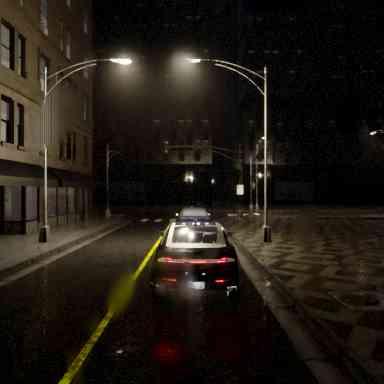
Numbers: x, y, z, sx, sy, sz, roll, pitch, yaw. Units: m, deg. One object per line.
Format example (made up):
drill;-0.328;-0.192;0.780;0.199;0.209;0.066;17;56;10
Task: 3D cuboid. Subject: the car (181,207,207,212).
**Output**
car;0.096;1.547;18.612;2.033;1.411;5.357;0;0;-2

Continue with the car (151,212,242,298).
car;0.088;1.491;8.501;2.128;1.511;4.902;0;0;0
